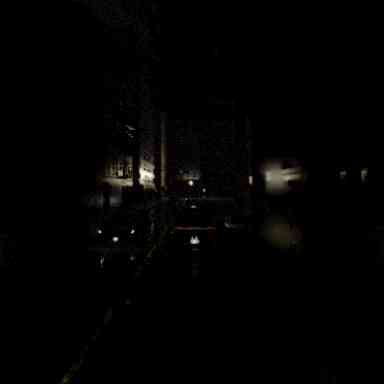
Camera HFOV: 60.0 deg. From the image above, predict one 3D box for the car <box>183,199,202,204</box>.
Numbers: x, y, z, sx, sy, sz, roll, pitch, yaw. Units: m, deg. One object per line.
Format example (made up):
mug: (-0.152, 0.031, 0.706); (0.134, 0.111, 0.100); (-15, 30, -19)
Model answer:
car: (0.091, 1.455, 33.850); (2.033, 1.411, 5.357); (0, 0, 0)

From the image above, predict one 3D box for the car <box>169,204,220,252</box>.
car: (0.092, 1.468, 13.827); (2.128, 1.511, 4.902); (0, 0, 0)

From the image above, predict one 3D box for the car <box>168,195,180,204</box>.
car: (-3.070, 1.323, 57.441); (1.837, 1.490, 4.892); (0, 1, 1)

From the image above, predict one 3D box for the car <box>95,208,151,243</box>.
car: (-3.105, 1.517, 16.175); (2.033, 1.411, 5.357); (0, 0, 0)
